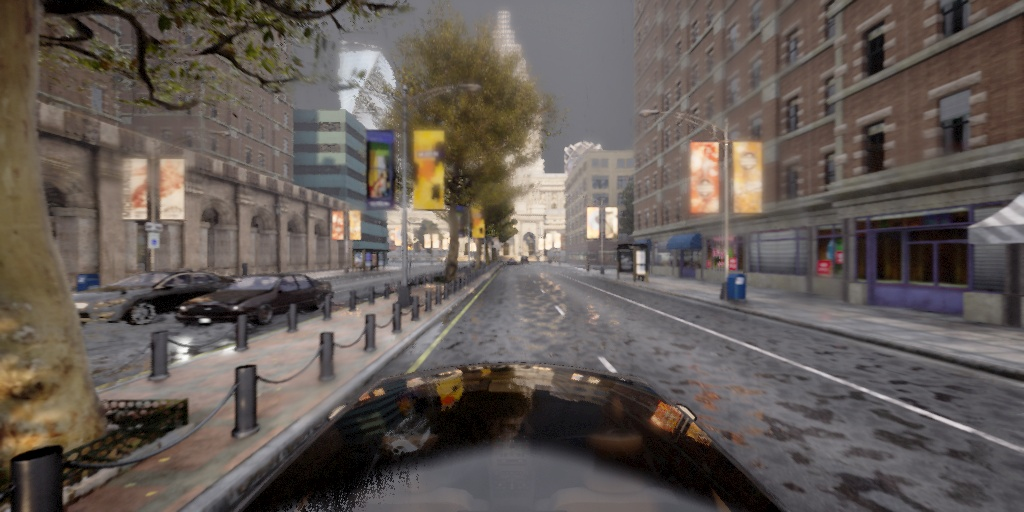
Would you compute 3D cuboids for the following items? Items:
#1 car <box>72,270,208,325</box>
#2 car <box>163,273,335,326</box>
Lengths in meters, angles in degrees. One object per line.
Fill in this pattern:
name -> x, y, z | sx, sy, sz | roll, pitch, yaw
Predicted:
car -> -11.526, 1.245, 11.844 | 2.128, 1.511, 4.902 | 0, 0, 0
car -> -8.003, 1.300, 12.007 | 2.033, 1.411, 5.357 | 0, 0, 0
